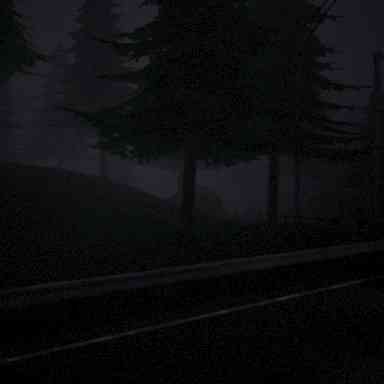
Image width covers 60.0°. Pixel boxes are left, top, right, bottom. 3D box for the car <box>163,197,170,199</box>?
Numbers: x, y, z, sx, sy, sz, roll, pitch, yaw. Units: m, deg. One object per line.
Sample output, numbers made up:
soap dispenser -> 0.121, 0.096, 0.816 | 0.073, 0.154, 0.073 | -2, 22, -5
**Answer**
car -> -2.643, 1.396, 42.275 | 2.128, 1.511, 4.902 | 0, 0, -38
